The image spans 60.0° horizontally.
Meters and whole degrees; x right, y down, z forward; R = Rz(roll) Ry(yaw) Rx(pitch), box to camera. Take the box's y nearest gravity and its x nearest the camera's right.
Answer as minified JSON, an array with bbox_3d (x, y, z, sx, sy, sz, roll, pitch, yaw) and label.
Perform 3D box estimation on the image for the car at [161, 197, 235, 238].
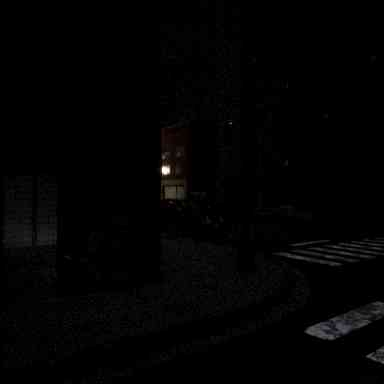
[{"bbox_3d":[-0.317,1.285,17.889,2.192,1.841,5.009,0,0,-35],"label":"car"}]

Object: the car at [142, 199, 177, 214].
[{"bbox_3d":[-3.643,1.530,36.417,1.887,1.381,4.507,0,0,-35],"label":"car"}]

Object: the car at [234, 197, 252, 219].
[{"bbox_3d":[2.939,1.313,27.160,2.192,1.841,5.009,0,0,-35],"label":"car"}]

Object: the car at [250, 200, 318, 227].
[{"bbox_3d":[6.129,1.529,22.669,1.752,1.417,4.829,0,0,-35],"label":"car"}]
